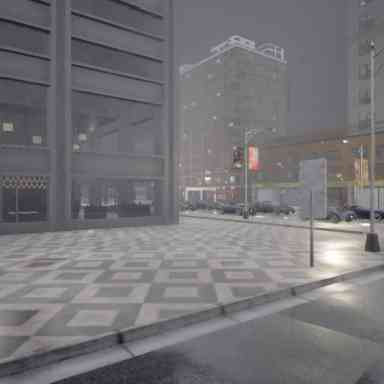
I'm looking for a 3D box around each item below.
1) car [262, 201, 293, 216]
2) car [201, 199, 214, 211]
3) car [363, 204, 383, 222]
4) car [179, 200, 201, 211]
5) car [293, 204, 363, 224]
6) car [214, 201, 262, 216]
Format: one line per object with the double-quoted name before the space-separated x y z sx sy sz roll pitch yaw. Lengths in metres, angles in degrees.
"car" 8.018 1.632 34.519 2.033 1.411 5.357 0 0 -36
"car" 1.810 1.667 43.132 2.033 1.411 5.357 0 0 -36
"car" 13.665 1.648 26.698 1.895 1.301 4.718 0 0 -36
"car" -1.286 1.686 41.885 1.994 1.385 4.181 0 0 -35
"car" 10.394 1.615 25.680 1.994 1.385 4.181 0 0 -36
"car" 4.583 1.654 33.738 1.994 1.385 4.181 0 0 -36
